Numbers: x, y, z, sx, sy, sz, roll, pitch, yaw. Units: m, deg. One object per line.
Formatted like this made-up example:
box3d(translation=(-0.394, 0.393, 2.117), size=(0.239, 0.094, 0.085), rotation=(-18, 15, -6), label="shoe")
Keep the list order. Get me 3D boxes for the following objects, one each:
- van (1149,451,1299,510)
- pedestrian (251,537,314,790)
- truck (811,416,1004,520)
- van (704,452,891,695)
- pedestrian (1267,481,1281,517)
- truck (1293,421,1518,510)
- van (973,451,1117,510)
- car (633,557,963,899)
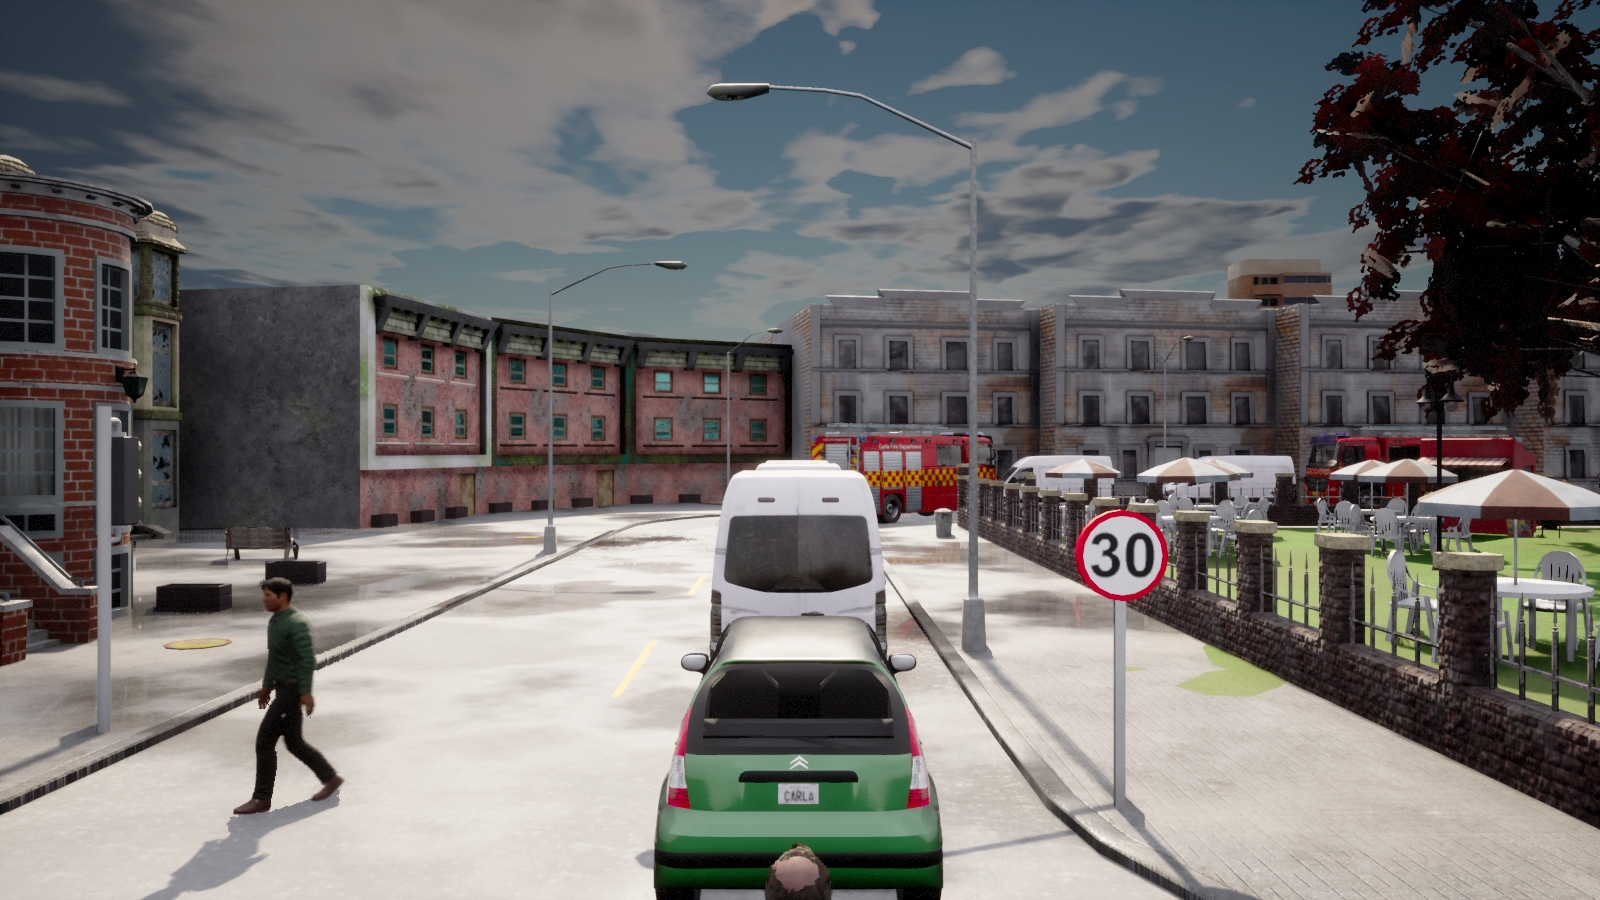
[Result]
box3d(translation=(18.656, 1.314, 50.452), size=(5.915, 2.561, 1.988), rotation=(0, 0, 0), label="van")
box3d(translation=(-4.019, 1.629, 8.871), size=(0.375, 1.860, 0.375), rotation=(0, 0, -38), label="pedestrian")
box3d(translation=(4.502, 0.672, 46.247), size=(8.468, 3.827, 2.891), rotation=(0, 0, -43), label="truck")
box3d(translation=(-0.025, 1.315, 15.105), size=(1.988, 2.561, 5.915), rotation=(0, 0, 0), label="van")
box3d(translation=(17.374, 1.805, 41.846), size=(0.375, 1.300, 0.375), rotation=(0, 0, 4), label="pedestrian")
box3d(translation=(26.739, 0.670, 50.713), size=(8.468, 3.827, 2.891), rotation=(0, 0, 0), label="truck")
box3d(translation=(10.768, 1.314, 50.430), size=(5.915, 2.561, 1.988), rotation=(0, 0, 0), label="van")
box3d(translation=(-0.015, 1.779, 8.404), size=(1.851, 1.617, 3.988), rotation=(0, 0, 0), label="car")
